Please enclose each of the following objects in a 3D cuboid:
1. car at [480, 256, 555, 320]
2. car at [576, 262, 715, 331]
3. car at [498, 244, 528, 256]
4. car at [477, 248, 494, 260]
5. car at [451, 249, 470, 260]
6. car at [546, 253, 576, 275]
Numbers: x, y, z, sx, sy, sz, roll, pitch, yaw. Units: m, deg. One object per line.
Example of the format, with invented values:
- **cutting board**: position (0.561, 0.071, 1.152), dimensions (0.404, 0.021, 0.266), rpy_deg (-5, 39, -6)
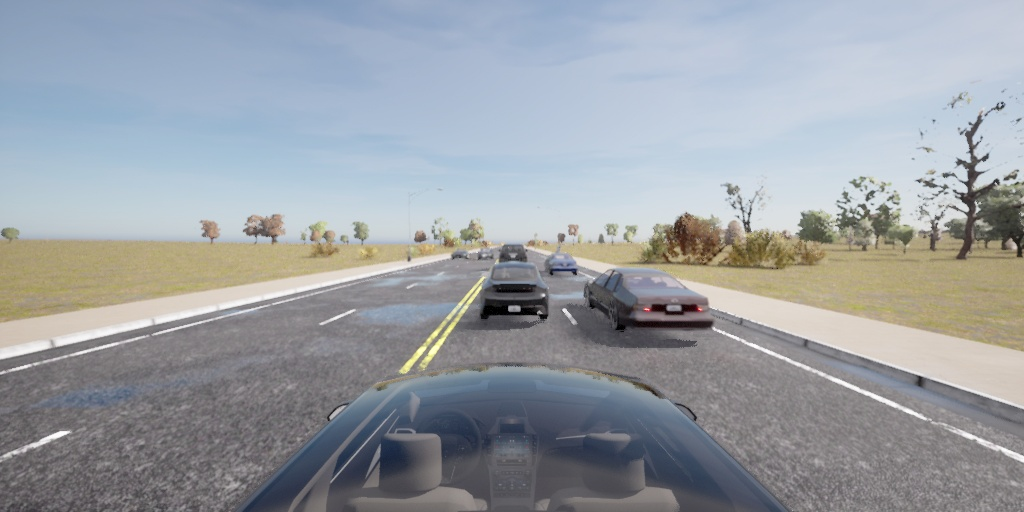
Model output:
- **car**: position (0.071, 0.933, 11.108), dimensions (1.837, 1.490, 4.892), rpy_deg (0, 2, 0)
- **car**: position (3.314, 1.019, 9.815), dimensions (2.033, 1.411, 5.357), rpy_deg (0, 2, 0)
- **car**: position (0.083, 0.041, 28.692), dimensions (2.150, 2.045, 5.566), rpy_deg (0, 2, 0)
- **car**: position (-3.342, -0.275, 45.714), dimensions (2.128, 1.511, 4.902), rpy_deg (0, 2, 0)
- **car**: position (-6.589, -0.216, 46.113), dimensions (1.994, 1.385, 4.181), rpy_deg (0, 2, 0)
- **car**: position (3.313, 0.502, 24.818), dimensions (2.033, 1.411, 5.357), rpy_deg (0, 2, 0)
